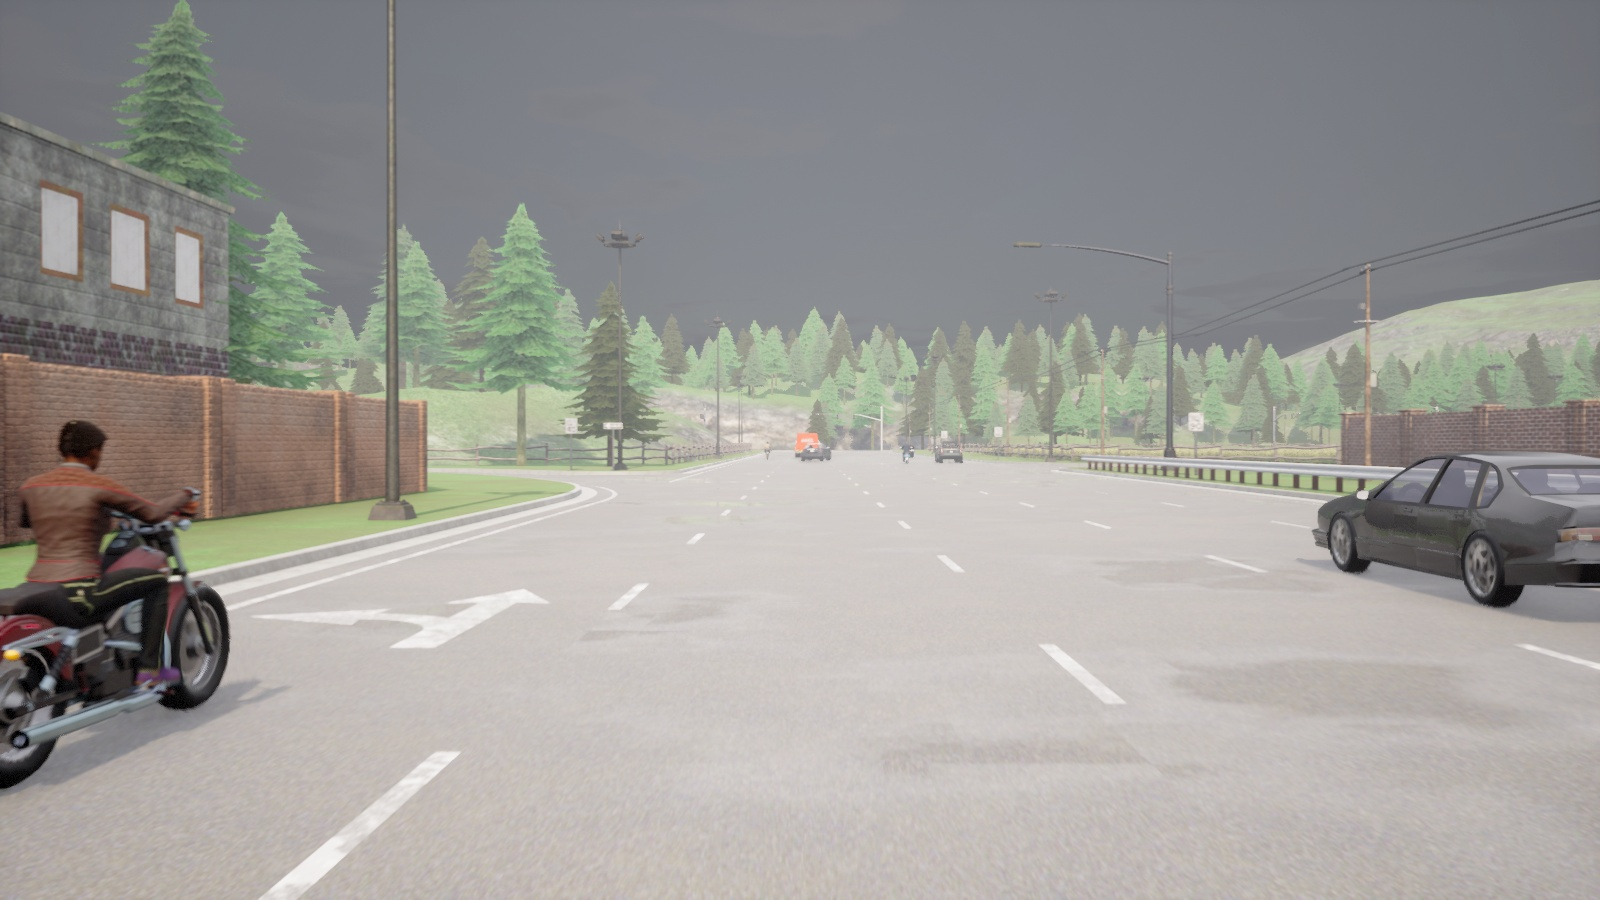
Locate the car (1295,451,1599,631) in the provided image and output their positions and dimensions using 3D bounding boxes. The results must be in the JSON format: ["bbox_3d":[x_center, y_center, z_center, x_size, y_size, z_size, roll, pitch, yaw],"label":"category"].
[{"bbox_3d":[7.087,0.728,12.741,2.033,1.411,5.357,0,0,0],"label":"car"}]

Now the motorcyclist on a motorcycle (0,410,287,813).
[{"bbox_3d":[-3.449,0.658,6.321,0.766,1.649,2.350,0,0,0],"label":"motorcyclist on a motorcycle"}]

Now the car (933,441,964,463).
[{"bbox_3d":[11.042,0.127,93.452,1.851,1.617,3.988,0,0,0],"label":"car"}]
